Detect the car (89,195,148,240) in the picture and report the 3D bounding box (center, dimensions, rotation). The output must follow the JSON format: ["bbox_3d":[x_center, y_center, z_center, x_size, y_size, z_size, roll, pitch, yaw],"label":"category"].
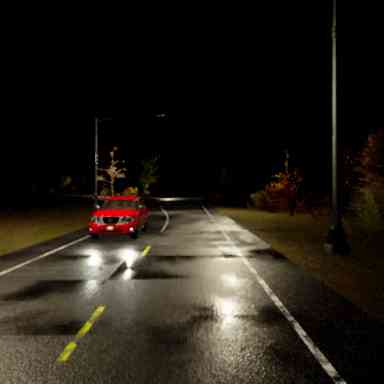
[{"bbox_3d":[-3.643,1.224,17.487,2.150,2.045,5.566,0,0,0],"label":"car"}]
